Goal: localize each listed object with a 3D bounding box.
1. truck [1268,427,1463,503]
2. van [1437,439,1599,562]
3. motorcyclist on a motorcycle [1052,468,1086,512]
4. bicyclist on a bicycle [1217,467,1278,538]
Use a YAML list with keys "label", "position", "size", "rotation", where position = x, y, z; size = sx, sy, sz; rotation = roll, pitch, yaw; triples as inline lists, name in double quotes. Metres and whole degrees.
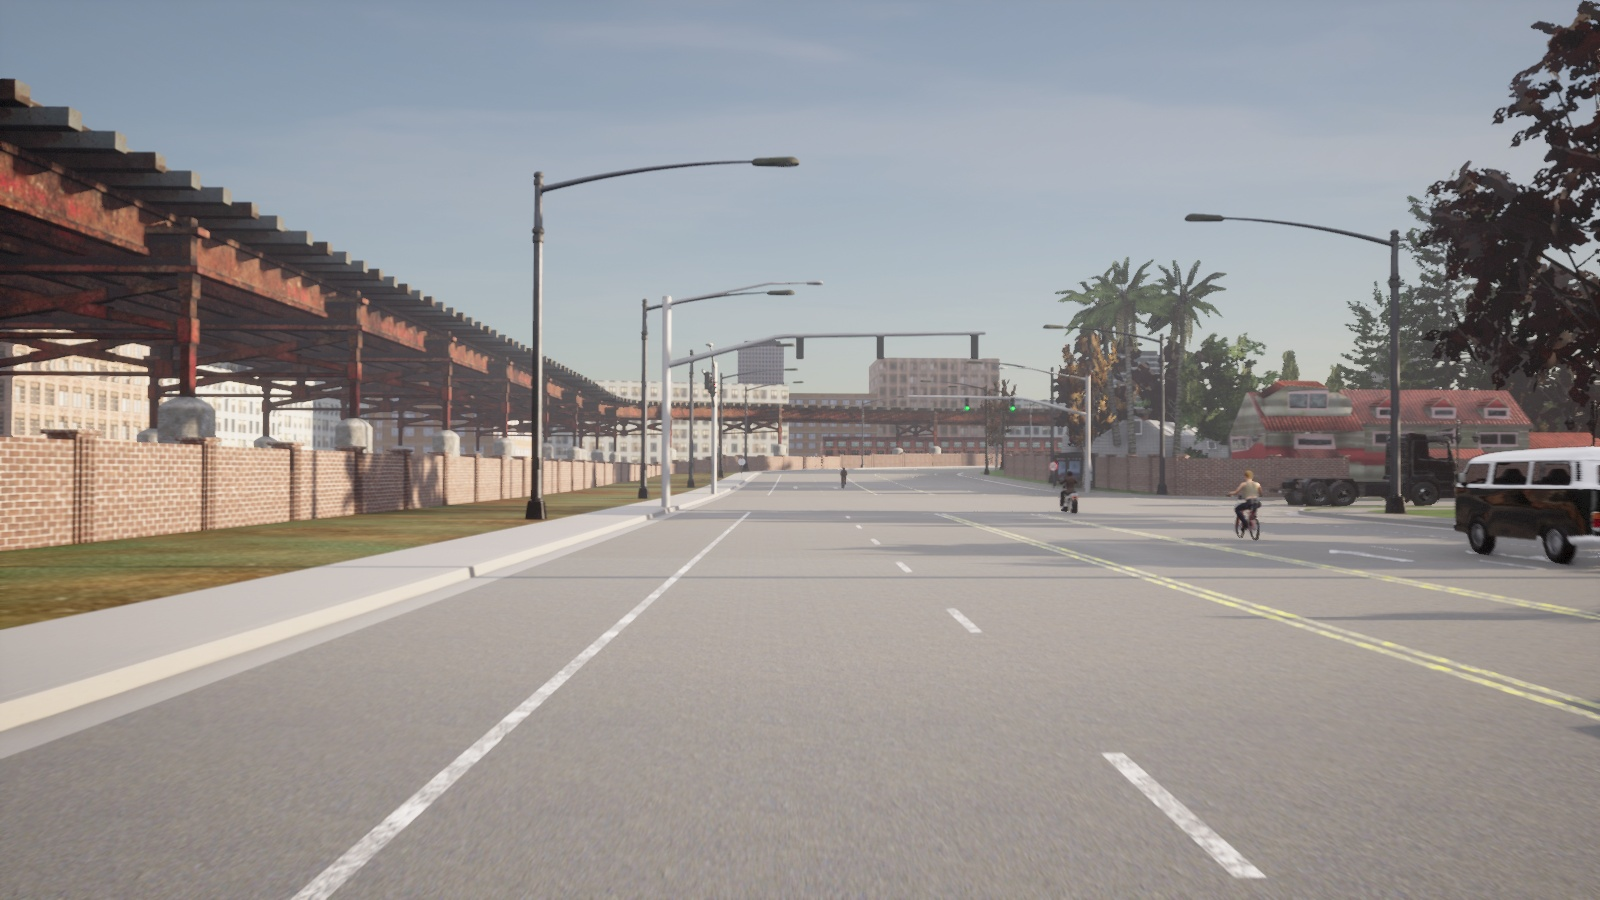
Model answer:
- label: "truck"
  position: [26.734, 0.728, 59.606]
  size: [7.936, 3.462, 2.891]
  rotation: [0, -1, -1]
- label: "van"
  position: [13.934, 0.869, 23.157]
  size: [2.069, 2.038, 4.480]
  rotation: [0, -1, 0]
- label: "motorcyclist on a motorcycle"
  position: [10.376, 1.536, 48.533]
  size: [0.766, 1.649, 2.350]
  rotation: [0, -1, 0]
- label: "bicyclist on a bicycle"
  position: [10.433, 1.201, 29.350]
  size: [0.866, 1.612, 1.509]
  rotation: [0, -1, 0]
